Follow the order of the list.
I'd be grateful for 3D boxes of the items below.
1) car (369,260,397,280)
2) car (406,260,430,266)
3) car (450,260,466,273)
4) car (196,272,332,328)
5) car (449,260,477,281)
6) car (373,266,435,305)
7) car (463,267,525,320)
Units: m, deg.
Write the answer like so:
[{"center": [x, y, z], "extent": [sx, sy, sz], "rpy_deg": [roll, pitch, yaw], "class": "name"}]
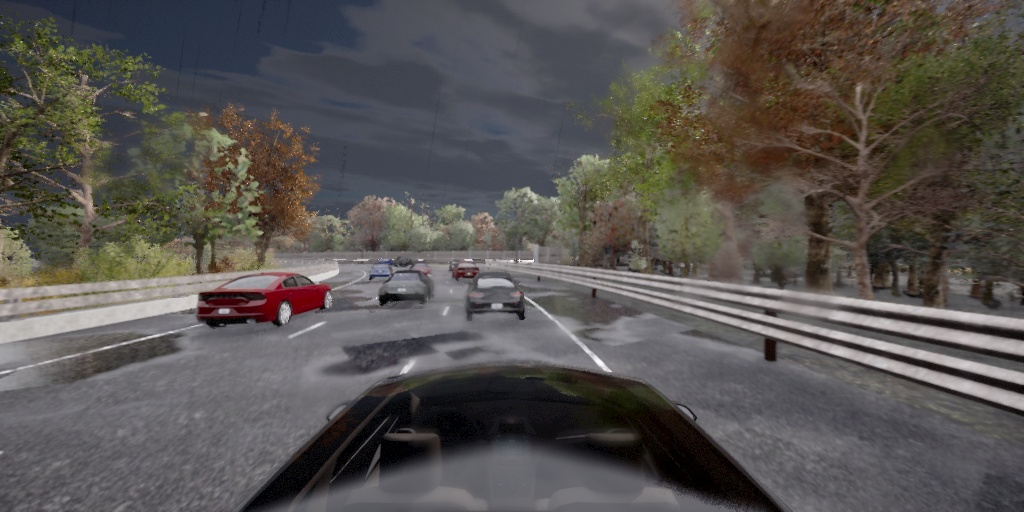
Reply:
[{"center": [-11.491, 1.328, 31.644], "extent": [2.033, 1.411, 5.357], "rpy_deg": [0, 0, -17], "class": "car"}, {"center": [-8.998, 1.332, 35.096], "extent": [1.994, 1.385, 4.181], "rpy_deg": [0, 0, -18], "class": "car"}, {"center": [-6.881, 1.278, 45.113], "extent": [1.812, 1.442, 4.674], "rpy_deg": [0, 0, -10], "class": "car"}, {"center": [-7.574, 1.254, 11.599], "extent": [1.882, 1.535, 5.008], "rpy_deg": [0, 0, -6], "class": "car"}, {"center": [-3.935, 1.227, 30.037], "extent": [1.882, 1.535, 5.008], "rpy_deg": [0, 0, -15], "class": "car"}, {"center": [-4.631, 1.325, 16.238], "extent": [1.994, 1.385, 4.181], "rpy_deg": [0, 0, -7], "class": "car"}, {"center": [-0.652, 1.272, 12.525], "extent": [1.812, 1.442, 4.674], "rpy_deg": [0, 0, -6], "class": "car"}]
